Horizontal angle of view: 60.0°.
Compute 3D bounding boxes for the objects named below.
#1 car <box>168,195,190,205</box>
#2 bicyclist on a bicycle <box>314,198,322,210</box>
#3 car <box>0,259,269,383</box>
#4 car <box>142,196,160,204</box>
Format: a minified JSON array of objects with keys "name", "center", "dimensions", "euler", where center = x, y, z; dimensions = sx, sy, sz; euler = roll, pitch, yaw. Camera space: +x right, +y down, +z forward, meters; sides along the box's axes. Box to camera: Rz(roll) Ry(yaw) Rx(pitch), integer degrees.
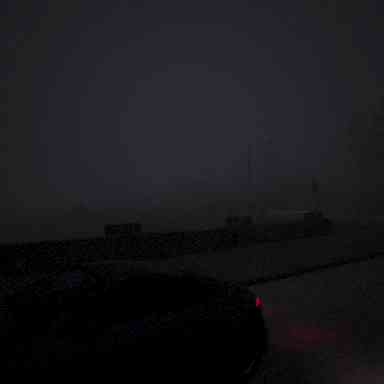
[{"name":"car","center":[-2.258,1.352,57.328],"dimensions":[2.097,1.767,4.553],"euler":[0,0,-35]},{"name":"bicyclist on a bicycle","center":[15.231,1.349,40.125],"dimensions":[1.656,1.620,0.582],"euler":[0,0,-35]},{"name":"car","center":[-1.075,1.564,3.838],"dimensions":[4.181,1.385,1.994],"euler":[0,0,-35]},{"name":"car","center":[-8.129,1.478,65.481],"dimensions":[1.882,1.535,5.008],"euler":[0,0,-35]}]
